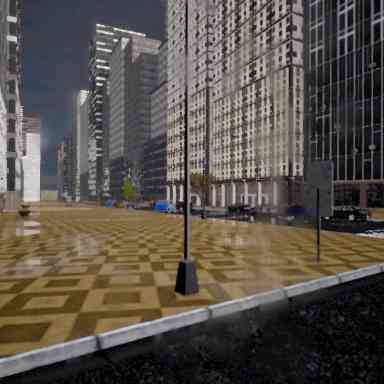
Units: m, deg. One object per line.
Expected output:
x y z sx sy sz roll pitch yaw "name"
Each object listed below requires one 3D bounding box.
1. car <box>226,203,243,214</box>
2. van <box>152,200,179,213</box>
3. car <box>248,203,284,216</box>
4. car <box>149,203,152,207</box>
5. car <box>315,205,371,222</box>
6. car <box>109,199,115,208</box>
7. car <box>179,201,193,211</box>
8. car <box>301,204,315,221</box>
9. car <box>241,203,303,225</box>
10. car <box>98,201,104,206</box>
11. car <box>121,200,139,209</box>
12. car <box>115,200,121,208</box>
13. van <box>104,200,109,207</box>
6.288 2.150 44.777 1.947 1.339 4.313 -1 -1 -26 "car"
-3.709 1.991 46.195 1.690 1.788 3.998 -1 -1 -26 "van"
8.737 2.050 39.714 1.947 1.339 4.313 -1 -1 -26 "car"
-8.405 2.787 75.155 1.802 1.307 4.206 -1 -1 -26 "car"
13.635 1.837 29.587 2.008 1.369 4.403 -1 -1 -26 "car"
-15.950 2.714 71.507 1.887 1.381 4.507 -1 -1 -26 "car"
-1.544 2.307 54.944 1.837 1.490 4.892 0 -1 -25 "car"
10.034 1.853 31.128 1.812 1.442 4.674 0 -1 -26 "car"
6.091 1.802 25.939 2.008 1.369 4.403 -1 -1 -26 "car"
-23.296 3.035 86.695 1.887 1.381 4.507 -1 -1 -26 "car"
-11.052 2.510 61.381 2.008 1.369 4.403 -1 -1 -26 "car"
-13.428 2.586 66.292 1.752 1.417 4.829 -1 -1 -26 "car"
-18.402 2.617 76.572 1.690 1.788 3.998 -1 -1 -26 "van"
